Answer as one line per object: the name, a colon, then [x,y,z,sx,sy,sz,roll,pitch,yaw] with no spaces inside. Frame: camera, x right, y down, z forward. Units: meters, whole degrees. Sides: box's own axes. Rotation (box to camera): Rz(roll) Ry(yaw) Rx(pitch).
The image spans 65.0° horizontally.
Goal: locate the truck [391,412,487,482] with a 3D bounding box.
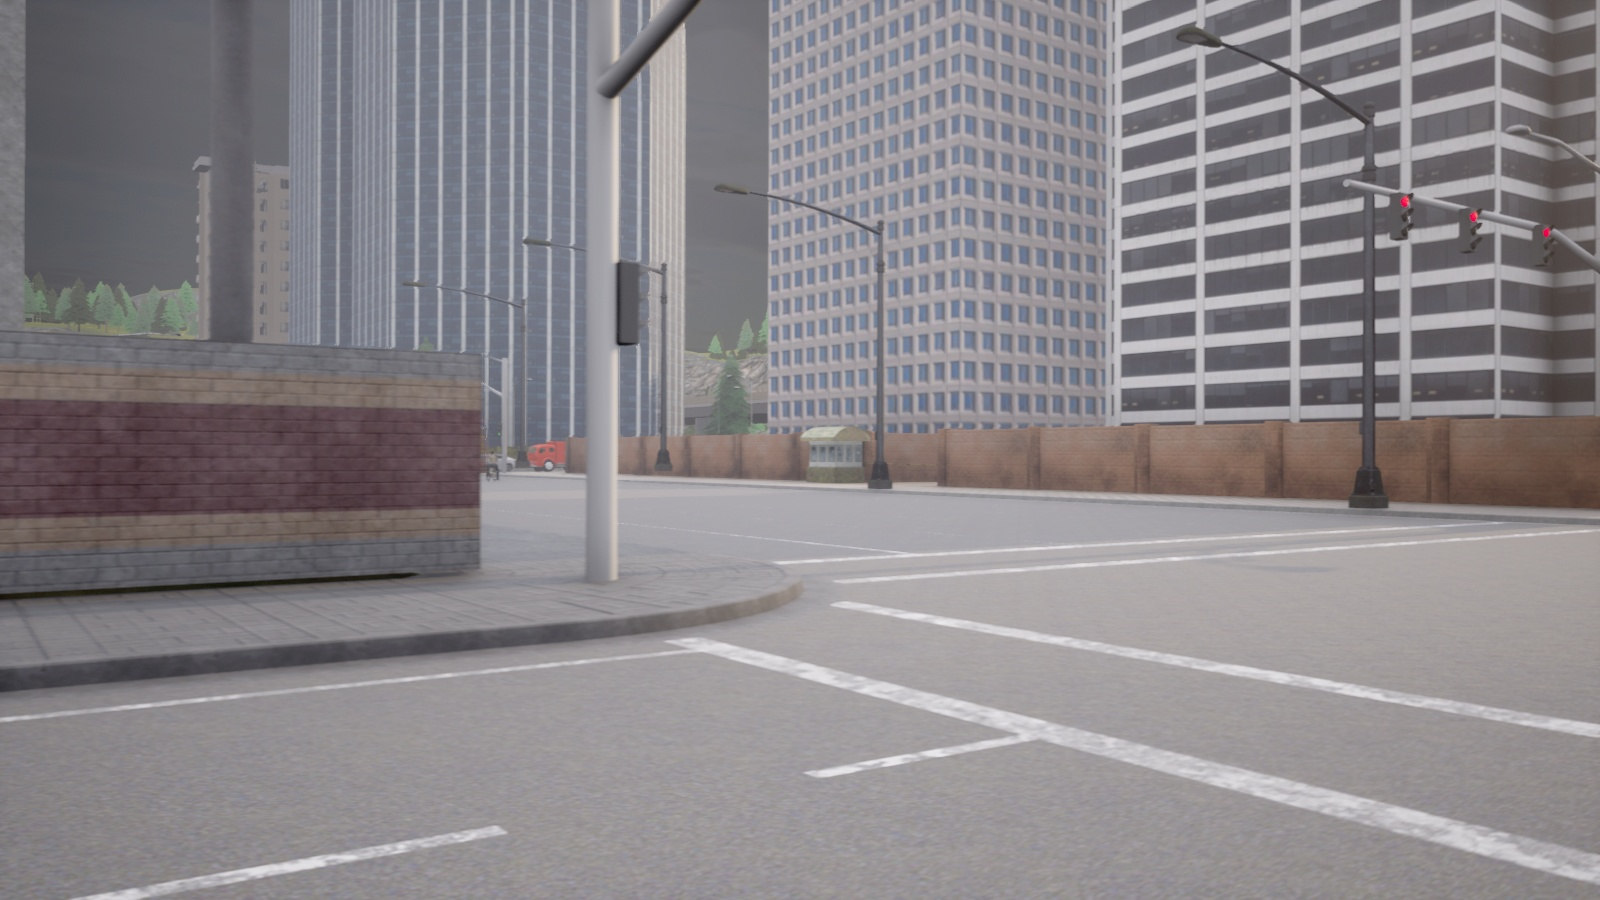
truck: [-21.330,-0.154,73.768,2.891,3.827,8.468,0,0,-35]
